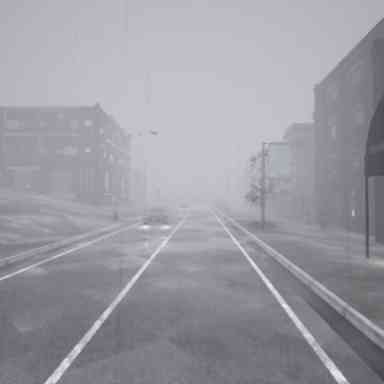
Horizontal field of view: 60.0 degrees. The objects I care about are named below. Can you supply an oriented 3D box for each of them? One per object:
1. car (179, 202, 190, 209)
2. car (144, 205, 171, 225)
[{"bbox_3d":[-1.533,2.728,68.214,1.994,1.385,4.181,0,-1,2],"label":"car"},{"bbox_3d":[-2.818,1.913,27.880,1.837,1.490,4.892,0,-1,2],"label":"car"}]
